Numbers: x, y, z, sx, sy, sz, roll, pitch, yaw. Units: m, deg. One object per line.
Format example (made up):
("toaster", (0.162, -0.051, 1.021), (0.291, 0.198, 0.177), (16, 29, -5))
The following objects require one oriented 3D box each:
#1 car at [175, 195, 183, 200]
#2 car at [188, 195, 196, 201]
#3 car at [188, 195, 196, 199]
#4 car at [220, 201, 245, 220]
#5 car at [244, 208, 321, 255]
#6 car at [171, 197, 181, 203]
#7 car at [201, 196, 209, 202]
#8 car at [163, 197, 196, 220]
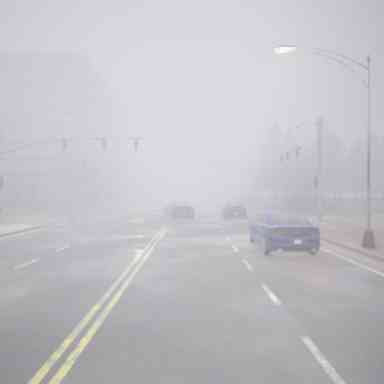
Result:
("car", (-3.501, 1.556, 90.219), (1.994, 1.385, 4.181), (0, 0, 0))
("car", (-0.001, 1.690, 95.627), (2.128, 1.511, 4.902), (0, 0, 0))
("car", (-0.001, 1.753, 86.377), (1.882, 1.535, 5.008), (0, 0, 0))
("car", (3.557, 1.543, 28.845), (1.882, 1.535, 5.008), (0, 1, 0))
("car", (3.551, 1.522, 13.553), (1.882, 1.535, 5.008), (0, 0, 1))
("car", (-3.501, 1.792, 74.609), (1.994, 1.385, 4.181), (0, 0, 0))
("car", (3.499, 1.753, 86.634), (1.882, 1.535, 5.008), (0, 0, 0))
("car", (-1.182, 1.534, 28.606), (1.882, 1.535, 5.008), (0, 0, -14))
